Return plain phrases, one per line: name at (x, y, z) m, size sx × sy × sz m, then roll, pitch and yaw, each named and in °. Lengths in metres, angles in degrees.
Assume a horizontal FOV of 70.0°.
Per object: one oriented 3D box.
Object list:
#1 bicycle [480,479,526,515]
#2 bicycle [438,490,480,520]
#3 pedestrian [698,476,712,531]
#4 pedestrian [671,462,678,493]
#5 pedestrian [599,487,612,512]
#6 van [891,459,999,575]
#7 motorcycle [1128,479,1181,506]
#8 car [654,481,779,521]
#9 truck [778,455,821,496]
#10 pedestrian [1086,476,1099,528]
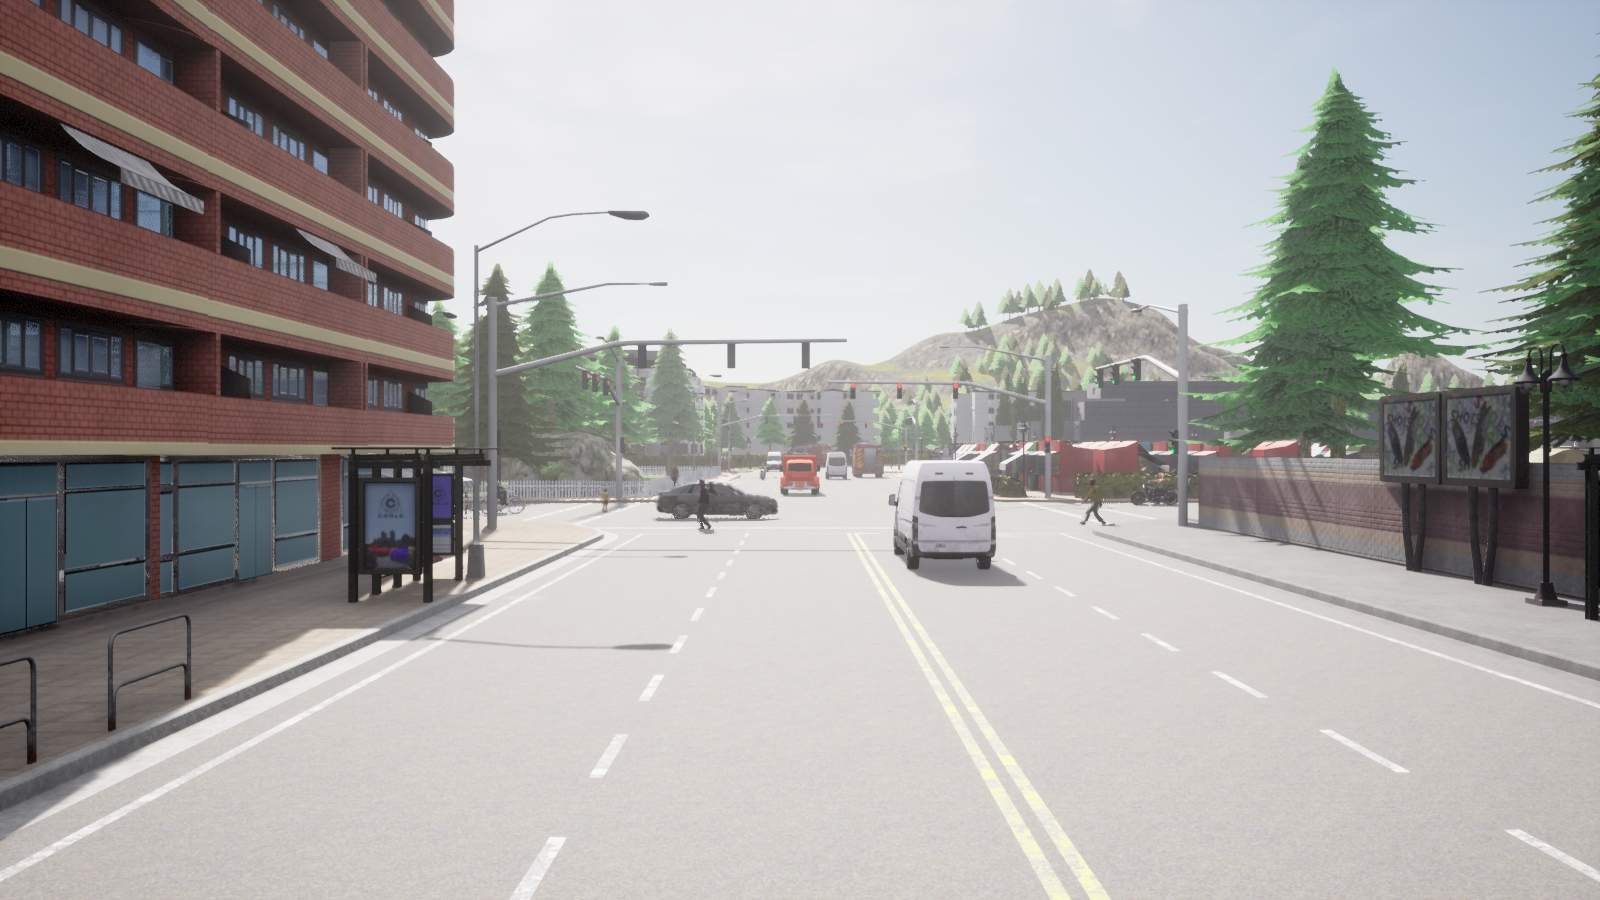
bicycle at (-12.680, 2.007, 48.783) m, size 1.835 × 1.471 × 0.329 m, roll 0°, pitch 0°, yaw -8°
bicycle at (-13.492, 2.180, 45.240) m, size 1.487 × 1.126 × 0.859 m, roll 0°, pitch 0°, yaw -8°
pedestrian at (-3.301, 1.850, 39.574) m, size 0.375 × 1.860 × 0.375 m, roll 0°, pitch 0°, yaw -26°
pedestrian at (-7.734, 1.701, 70.582) m, size 0.375 × 1.860 × 0.375 m, roll 0°, pitch 0°, yaw -1°
pedestrian at (-8.635, 2.181, 50.677) m, size 0.500 × 1.100 × 0.500 m, roll 0°, pitch 0°, yaw 0°
van at (3.505, 1.536, 28.720) m, size 1.988 × 2.561 × 5.915 m, roll 0°, pitch 0°, yaw 0°
motorcycle at (17.582, 2.102, 56.689) m, size 2.356 × 1.307 × 0.764 m, roll 0°, pitch 0°, yaw 0°
car at (-3.309, 2.031, 45.909) m, size 4.892 × 1.480 × 2.231 m, roll 0°, pitch 0°, yaw -2°
truck at (-0.006, 1.572, 72.542) m, size 2.627 × 2.467 × 5.204 m, roll 0°, pitch 0°, yaw 0°
pedestrian at (10.479, 1.851, 40.901) m, size 0.375 × 1.860 × 0.375 m, roll 0°, pitch 0°, yaw -2°
